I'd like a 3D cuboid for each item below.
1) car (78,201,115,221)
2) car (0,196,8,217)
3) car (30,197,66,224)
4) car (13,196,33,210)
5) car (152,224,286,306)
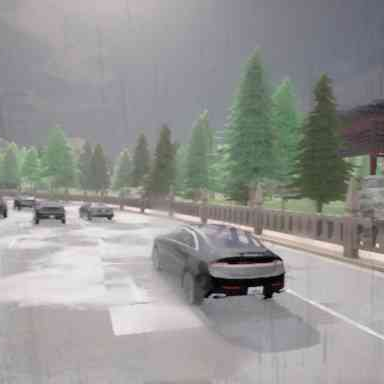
[{"bbox_3d":[-7.626,1.431,26.282,2.033,1.411,5.357,2,0,-29],"label":"car"},{"bbox_3d":[-15.750,1.020,26.254,2.097,1.767,4.553,2,0,-30],"label":"car"},{"bbox_3d":[-9.865,1.315,22.954,1.837,1.490,4.892,2,-1,-27],"label":"car"},{"bbox_3d":[-18.096,1.130,36.028,2.128,1.511,4.902,2,0,-36],"label":"car"},{"bbox_3d":[0.334,1.527,8.223,2.128,1.511,4.902,2,0,-19],"label":"car"}]
